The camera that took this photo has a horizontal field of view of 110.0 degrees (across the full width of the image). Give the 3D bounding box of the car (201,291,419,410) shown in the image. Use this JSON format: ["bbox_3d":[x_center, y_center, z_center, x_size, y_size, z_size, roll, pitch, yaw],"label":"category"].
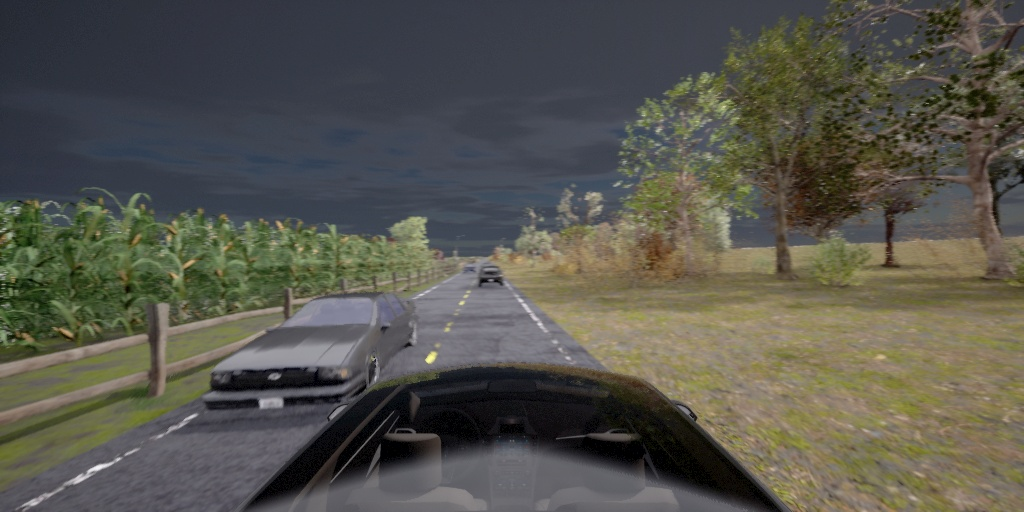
[{"bbox_3d":[-3.117,1.429,7.012,2.033,1.411,5.357,-2,0,-4],"label":"car"}]

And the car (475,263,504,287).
[{"bbox_3d":[-1.655,1.528,27.957,1.837,1.490,4.892,-2,-1,-4],"label":"car"}]

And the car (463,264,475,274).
[{"bbox_3d":[-6.380,1.905,54.383,2.033,1.411,5.357,-2,0,-4],"label":"car"}]
